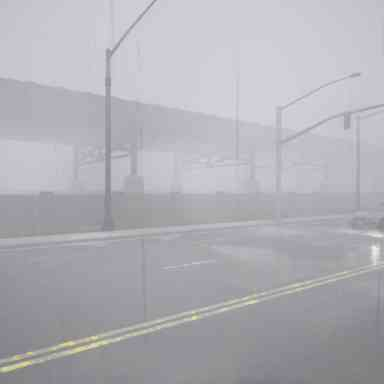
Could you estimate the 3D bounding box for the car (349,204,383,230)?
[{"bbox_3d":[11.900,1.521,21.140,4.674,1.442,1.812,0,0,-36],"label":"car"}]
